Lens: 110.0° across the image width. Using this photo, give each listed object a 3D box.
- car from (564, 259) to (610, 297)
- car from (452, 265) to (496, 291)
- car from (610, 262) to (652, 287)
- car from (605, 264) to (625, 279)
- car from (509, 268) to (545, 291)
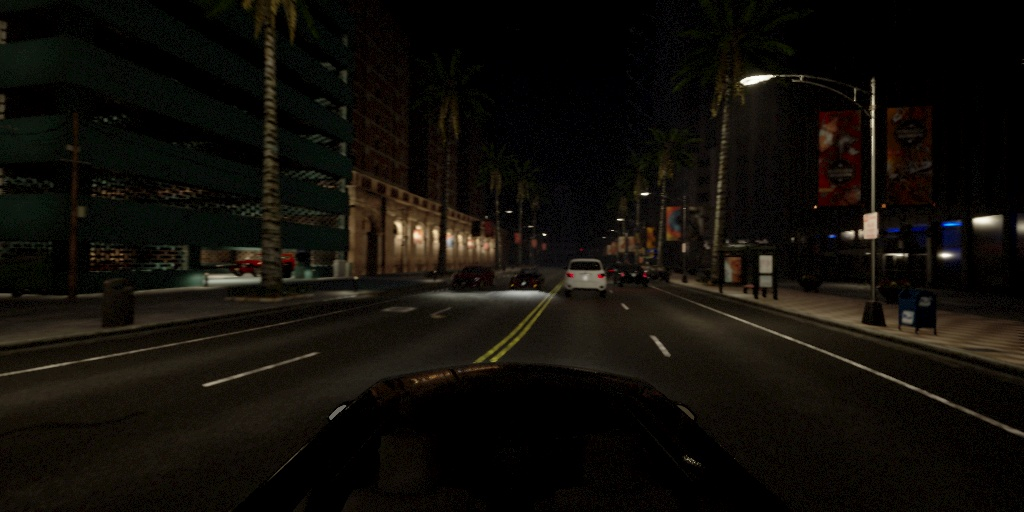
[{"bbox_3d":[4.206,1.195,20.800,2.150,2.045,5.566,1,0,10],"label":"car"},{"bbox_3d":[-2.449,1.403,24.201,1.882,1.535,5.008,1,-1,11],"label":"car"},{"bbox_3d":[9.290,1.455,28.444,2.097,1.767,4.553,1,-1,9],"label":"car"},{"bbox_3d":[11.717,1.754,41.082,1.837,1.490,4.892,1,0,11],"label":"car"},{"bbox_3d":[1.094,1.530,24.091,1.994,1.385,4.181,1,-1,11],"label":"car"}]
